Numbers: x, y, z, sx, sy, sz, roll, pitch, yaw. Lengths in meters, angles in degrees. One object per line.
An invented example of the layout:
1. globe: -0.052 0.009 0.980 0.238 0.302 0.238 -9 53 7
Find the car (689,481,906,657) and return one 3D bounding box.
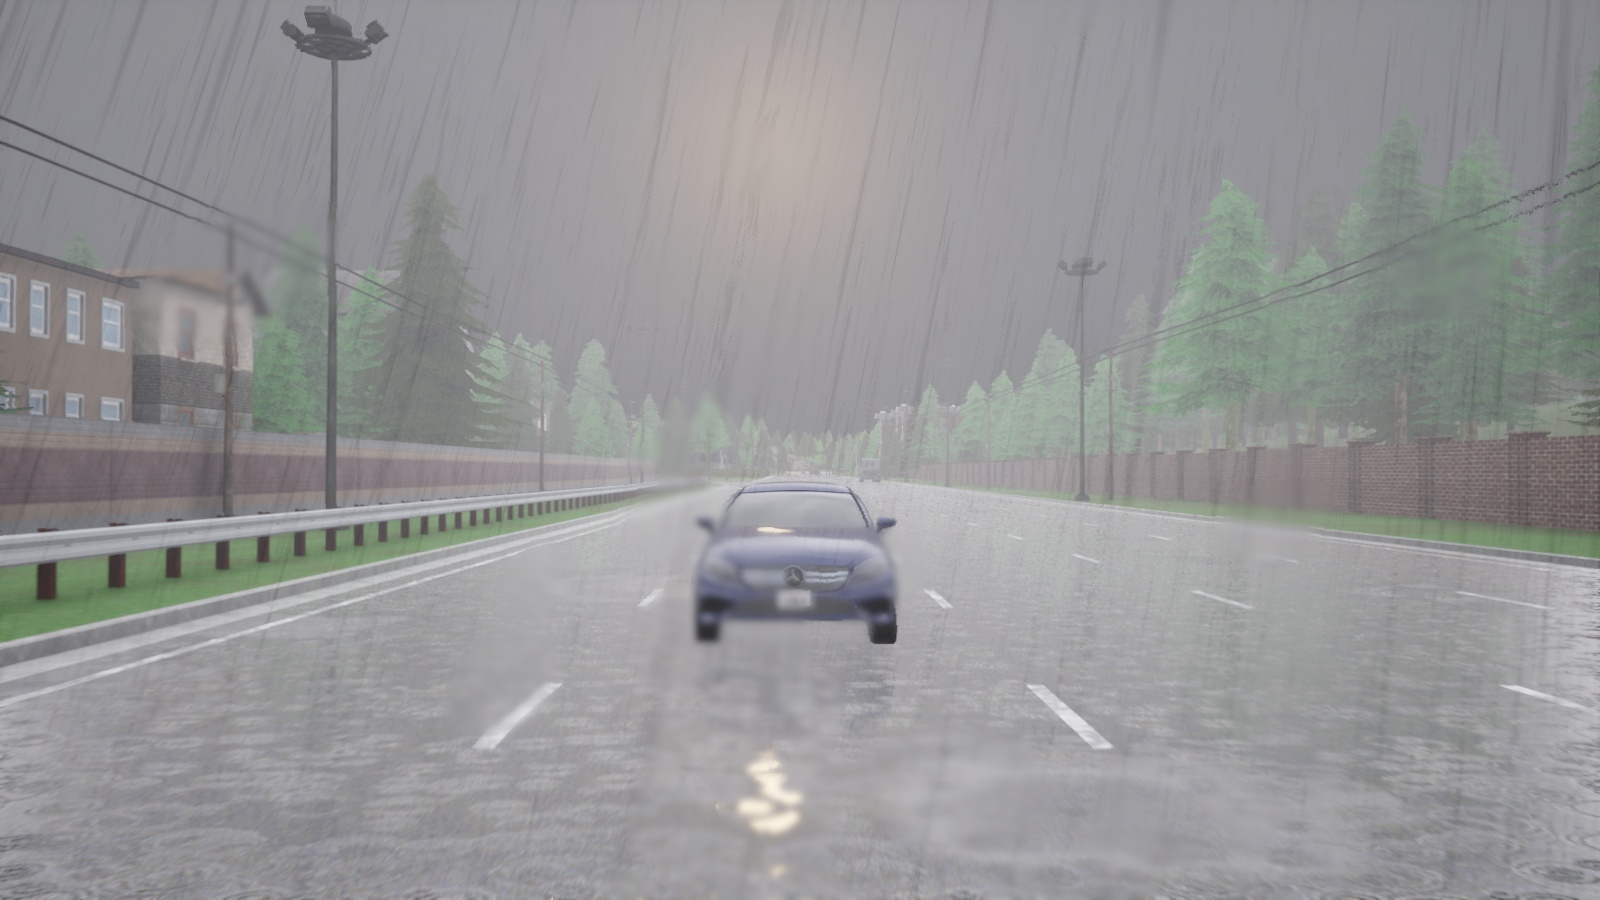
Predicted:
1. car: -0.031 1.056 12.889 1.812 1.442 4.674 0 -1 0
